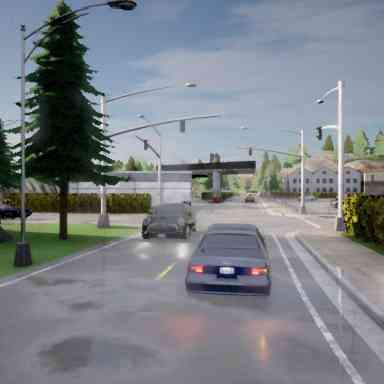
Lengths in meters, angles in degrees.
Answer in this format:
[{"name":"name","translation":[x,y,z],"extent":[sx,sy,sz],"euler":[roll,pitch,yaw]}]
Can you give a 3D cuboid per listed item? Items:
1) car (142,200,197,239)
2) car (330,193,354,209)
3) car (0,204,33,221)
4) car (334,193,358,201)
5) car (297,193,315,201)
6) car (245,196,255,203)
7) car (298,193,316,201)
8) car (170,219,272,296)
[{"name":"car","translation":[-1.001,1.352,16.969],"extent":[2.097,1.767,4.553],"euler":[0,0,8]},{"name":"car","translation":[20.221,1.330,42.318],"extent":[5.027,1.636,2.152],"euler":[0,0,10]},{"name":"car","translation":[-15.572,1.600,27.066],"extent":[4.718,1.301,1.895],"euler":[0,0,10]},{"name":"car","translation":[34.496,1.097,74.619],"extent":[4.605,1.855,1.932],"euler":[0,0,10]},{"name":"car","translation":[26.140,1.361,76.060],"extent":[3.806,1.475,1.970],"euler":[0,0,10]},{"name":"car","translation":[11.965,1.491,68.529],"extent":[2.128,1.511,4.902],"euler":[0,0,11]},{"name":"car","translation":[27.321,1.077,79.227],"extent":[3.866,1.878,1.905],"euler":[0,0,10]},{"name":"car","translation":[1.083,1.547,8.829],"extent":[2.033,1.411,5.357],"euler":[0,0,10]}]
